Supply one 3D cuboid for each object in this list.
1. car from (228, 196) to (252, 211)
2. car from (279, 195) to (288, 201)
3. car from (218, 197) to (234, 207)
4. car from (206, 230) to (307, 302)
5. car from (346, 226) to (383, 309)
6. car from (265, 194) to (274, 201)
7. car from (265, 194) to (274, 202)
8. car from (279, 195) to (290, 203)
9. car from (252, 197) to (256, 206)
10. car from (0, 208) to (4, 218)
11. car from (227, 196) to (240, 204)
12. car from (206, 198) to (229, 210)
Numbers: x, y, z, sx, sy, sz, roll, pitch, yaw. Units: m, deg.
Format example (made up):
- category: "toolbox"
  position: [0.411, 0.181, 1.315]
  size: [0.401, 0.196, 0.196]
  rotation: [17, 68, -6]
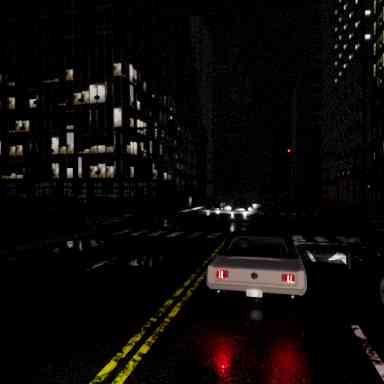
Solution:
- category: "car"
  position: [5.917, 1.501, 40.739]
  size: [1.812, 1.442, 4.674]
  rotation: [0, 0, 13]
- category: "car"
  position: [21.919, 1.352, 79.808]
  size: [1.895, 1.301, 4.718]
  rotation: [0, 0, 13]
- category: "car"
  position: [5.485, 1.565, 53.048]
  size: [1.895, 1.301, 4.718]
  rotation: [0, 0, 13]
- category: "car"
  position: [1.709, 1.597, 8.353]
  size: [1.895, 1.301, 4.718]
  rotation: [0, 0, 14]
- category: "car"
  position: [4.837, 1.501, 7.449]
  size: [1.837, 1.490, 4.892]
  rotation: [0, 0, 13]
- category: "car"
  position: [18.749, 1.282, 80.526]
  size: [2.128, 1.511, 4.902]
  rotation: [0, 0, 13]
- category: "car"
  position: [16.459, 1.527, 70.823]
  size: [1.895, 1.301, 4.718]
  rotation: [0, 0, 13]
- category: "car"
  position: [19.520, 1.471, 69.640]
  size: [2.033, 1.411, 5.357]
  rotation: [0, 0, 13]
- category: "car"
  position: [8.043, 1.458, 49.739]
  size: [2.128, 1.511, 4.902]
  rotation: [0, 0, 13]
- category: "car"
  position: [-17.310, 1.434, 26.693]
  size: [4.313, 1.339, 1.947]
  rotation: [1, 1, 14]
- category: "car"
  position: [7.922, 1.457, 63.175]
  size: [1.837, 1.490, 4.892]
  rotation: [0, 0, 14]
- category: "car"
  position: [3.150, 1.522, 43.182]
  size: [2.033, 1.411, 5.357]
  rotation: [0, 0, 13]
